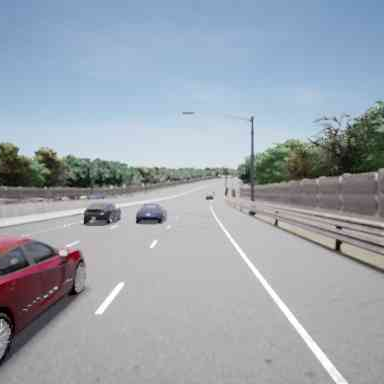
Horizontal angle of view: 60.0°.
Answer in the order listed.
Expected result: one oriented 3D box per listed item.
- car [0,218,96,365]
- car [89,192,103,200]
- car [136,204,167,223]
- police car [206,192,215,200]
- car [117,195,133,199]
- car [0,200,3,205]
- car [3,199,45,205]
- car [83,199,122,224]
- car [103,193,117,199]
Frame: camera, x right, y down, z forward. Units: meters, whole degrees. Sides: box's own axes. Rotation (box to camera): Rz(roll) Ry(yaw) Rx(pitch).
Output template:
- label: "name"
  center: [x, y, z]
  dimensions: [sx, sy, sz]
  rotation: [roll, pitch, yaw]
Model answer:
- label: "car"
  center: [-3.369, 1.472, 5.623]
  dimensions: [1.882, 1.535, 5.008]
  rotation: [0, 0, 0]
- label: "car"
  center: [-21.925, 1.133, 77.216]
  dimensions: [2.150, 2.045, 5.566]
  rotation: [0, 0, 4]
- label: "car"
  center: [-3.075, 1.593, 25.805]
  dimensions: [1.994, 1.385, 4.181]
  rotation: [0, 0, 1]
- label: "police car"
  center: [4.824, 1.492, 92.750]
  dimensions: [1.930, 1.638, 5.238]
  rotation: [0, 0, 5]
- label: "car"
  center: [-14.939, 1.468, 76.784]
  dimensions: [2.033, 1.411, 5.357]
  rotation: [0, 0, 4]
- label: "car"
  center: [-20.505, 1.574, 35.654]
  dimensions: [1.812, 1.442, 4.674]
  rotation: [0, 0, 2]
- label: "car"
  center: [-17.029, 1.542, 34.900]
  dimensions: [2.128, 1.511, 4.902]
  rotation: [0, 0, 2]
- label: "car"
  center: [-6.598, 1.527, 24.929]
  dimensions: [1.837, 1.490, 4.892]
  rotation: [0, 0, 1]
- label: "car"
  center: [-18.432, 1.442, 77.015]
  dimensions: [1.812, 1.442, 4.674]
  rotation: [0, 0, 4]
